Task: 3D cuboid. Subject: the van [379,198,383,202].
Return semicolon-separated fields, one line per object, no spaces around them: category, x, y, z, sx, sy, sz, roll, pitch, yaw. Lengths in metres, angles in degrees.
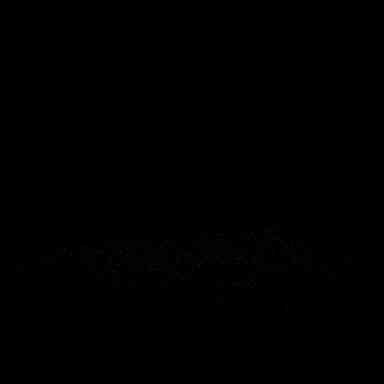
van;24.912;1.703;43.067;1.690;1.788;3.998;-1;0;-35

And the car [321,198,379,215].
car;17.965;1.718;38.125;2.192;1.841;5.009;-1;0;-35

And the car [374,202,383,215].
car;21.258;1.928;33.494;1.802;1.307;4.206;-1;0;-35

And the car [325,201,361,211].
car;21.628;1.984;47.698;1.947;1.339;4.313;-1;0;-35

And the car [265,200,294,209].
car;14.954;2.052;57.099;1.752;1.417;4.829;-1;0;-35

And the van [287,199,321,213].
van;14.678;1.801;42.757;1.690;1.788;3.998;-1;0;-35

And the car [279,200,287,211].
car;11.390;1.829;47.388;2.192;1.841;5.009;-1;0;-35
